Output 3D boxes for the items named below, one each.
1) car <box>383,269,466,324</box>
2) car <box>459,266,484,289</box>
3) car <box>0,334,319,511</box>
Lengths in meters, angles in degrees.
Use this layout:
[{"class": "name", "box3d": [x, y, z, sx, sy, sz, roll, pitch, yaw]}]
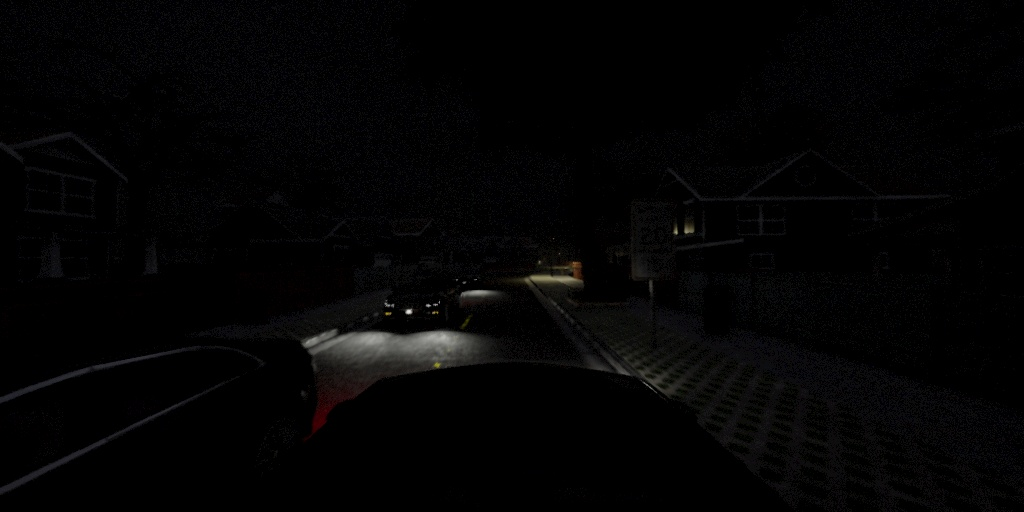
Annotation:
[{"class": "car", "box3d": [-2.919, 1.354, 12.509, 1.837, 1.490, 4.892, -1, -1, 0]}, {"class": "car", "box3d": [-2.992, 1.441, 25.079, 1.837, 1.490, 4.892, -1, 0, 0]}, {"class": "car", "box3d": [-2.830, 1.268, 1.605, 2.128, 1.511, 4.902, -1, 0, -1]}]
